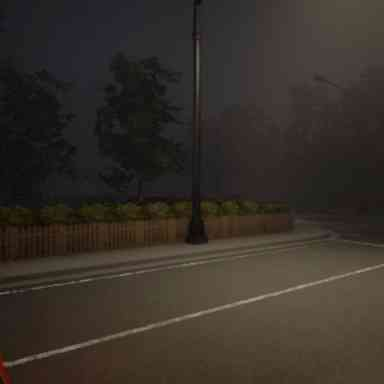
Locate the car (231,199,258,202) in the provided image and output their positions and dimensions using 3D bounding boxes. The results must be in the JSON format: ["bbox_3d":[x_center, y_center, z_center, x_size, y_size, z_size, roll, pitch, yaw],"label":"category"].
[{"bbox_3d":[3.516,1.607,31.143,1.895,1.301,4.718,0,0,-36],"label":"car"}]

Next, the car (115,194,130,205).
[{"bbox_3d":[-12.145,1.512,52.774,1.837,1.490,4.892,0,0,-36],"label":"car"}]

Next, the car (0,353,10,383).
[{"bbox_3d":[-3.391,1.352,1.556,4.553,1.767,2.097,0,0,-35],"label":"car"}]

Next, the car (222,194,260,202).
[{"bbox_3d":[5.261,1.229,34.689,2.150,2.045,5.566,0,0,-36],"label":"car"}]

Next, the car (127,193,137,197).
[{"bbox_3d":[-10.756,1.233,56.855,2.150,2.045,5.566,0,0,-36],"label":"car"}]
